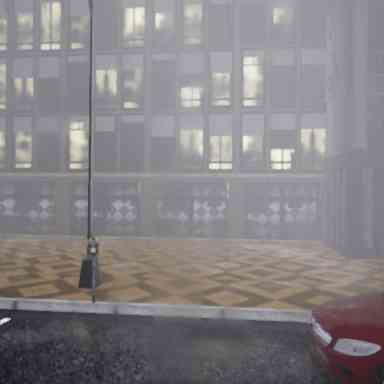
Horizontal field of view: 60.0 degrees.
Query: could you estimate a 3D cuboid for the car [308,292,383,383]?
[{"bbox_3d":[3.604,1.645,3.979,4.206,1.307,1.802,0,0,5],"label":"car"}]
